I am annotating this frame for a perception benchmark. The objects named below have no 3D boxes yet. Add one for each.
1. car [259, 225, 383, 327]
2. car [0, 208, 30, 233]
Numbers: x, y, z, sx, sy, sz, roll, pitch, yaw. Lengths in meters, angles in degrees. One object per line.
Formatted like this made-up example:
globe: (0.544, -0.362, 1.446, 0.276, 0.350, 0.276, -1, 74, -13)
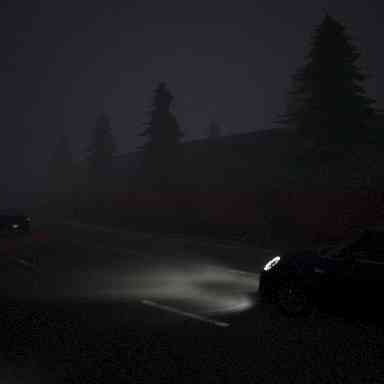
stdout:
car: (3.520, 1.380, 5.921, 4.553, 1.767, 2.097, 0, 0, 37)
car: (-11.054, 1.669, 19.733, 1.812, 1.442, 4.674, 0, 0, -41)
